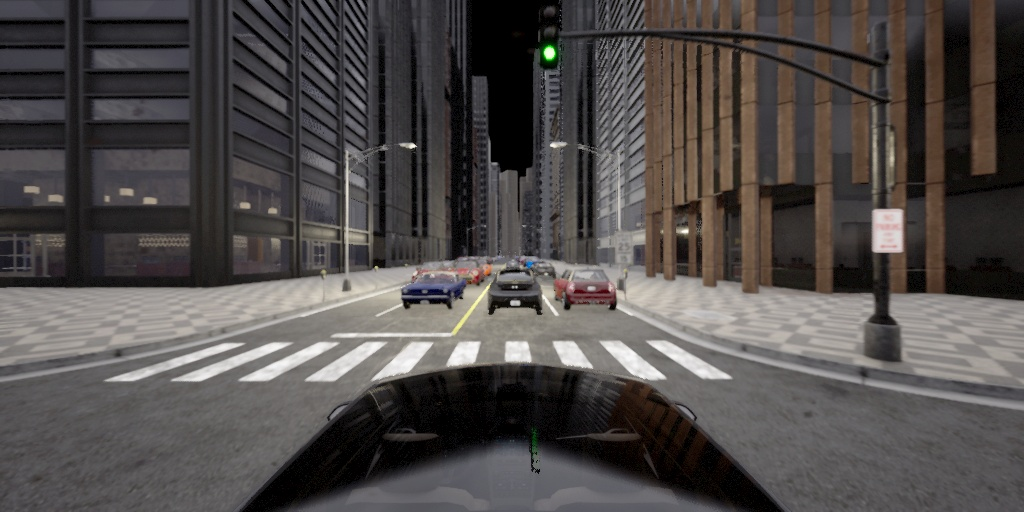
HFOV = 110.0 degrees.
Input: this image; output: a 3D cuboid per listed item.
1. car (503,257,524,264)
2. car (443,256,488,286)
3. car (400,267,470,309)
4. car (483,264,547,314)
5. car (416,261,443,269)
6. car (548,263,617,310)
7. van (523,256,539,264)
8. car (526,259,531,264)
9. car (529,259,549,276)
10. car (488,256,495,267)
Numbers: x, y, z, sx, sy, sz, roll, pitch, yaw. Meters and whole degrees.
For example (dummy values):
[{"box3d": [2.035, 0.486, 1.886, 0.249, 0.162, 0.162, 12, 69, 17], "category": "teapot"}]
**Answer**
[{"box3d": [0.123, 1.219, 45.487, 2.033, 1.411, 5.357, 0, 0, 0], "category": "car"}, {"box3d": [-3.080, 1.067, 24.619, 2.097, 1.767, 4.553, 0, 0, 0], "category": "car"}, {"box3d": [-3.087, 1.332, 14.926, 1.895, 1.301, 4.718, 0, 0, 0], "category": "car"}, {"box3d": [0.102, 1.226, 13.663, 1.837, 1.490, 4.892, 0, 0, 0], "category": "car"}, {"box3d": [-5.753, 1.163, 25.599, 1.967, 1.591, 4.097, 0, 0, 0], "category": "car"}, {"box3d": [2.768, 1.151, 14.396, 1.967, 1.591, 4.097, 0, 0, 0], "category": "car"}, {"box3d": [2.782, 0.999, 48.049, 1.690, 1.789, 3.998, 0, 0, 0], "category": "van"}, {"box3d": [2.777, 1.240, 36.831, 1.948, 1.339, 4.313, 0, 0, 0], "category": "car"}, {"box3d": [2.775, 1.233, 31.222, 2.007, 1.370, 4.403, 0, 0, 0], "category": "car"}, {"box3d": [-3.060, 1.051, 34.569, 2.097, 1.767, 4.553, 0, 0, 0], "category": "car"}]
